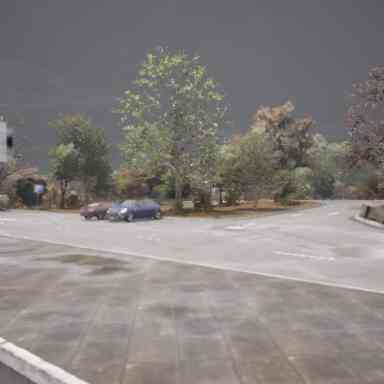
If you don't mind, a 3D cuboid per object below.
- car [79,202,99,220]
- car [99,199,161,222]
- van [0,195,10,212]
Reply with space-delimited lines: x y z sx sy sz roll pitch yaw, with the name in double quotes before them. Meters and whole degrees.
"car" -7.071 1.494 27.570 2.002 1.452 4.674 0 0 35
"car" -4.449 1.326 25.786 2.185 1.767 4.553 0 0 35
"van" -24.147 1.376 39.443 1.878 1.987 4.442 -1 -1 35
